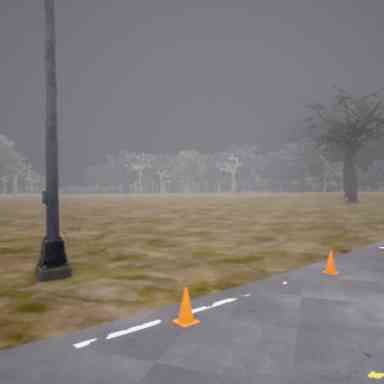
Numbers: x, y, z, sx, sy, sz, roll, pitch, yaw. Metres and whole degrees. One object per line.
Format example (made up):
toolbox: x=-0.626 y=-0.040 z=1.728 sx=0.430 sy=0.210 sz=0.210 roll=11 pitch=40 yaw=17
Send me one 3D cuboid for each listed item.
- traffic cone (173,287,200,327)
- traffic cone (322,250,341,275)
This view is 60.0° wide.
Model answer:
traffic cone: x=-0.093 y=1.894 z=5.594 sx=0.340 sy=0.580 sz=0.340 roll=-1 pitch=1 yaw=-38
traffic cone: x=3.645 y=1.817 z=8.698 sx=0.340 sy=0.580 sz=0.340 roll=-1 pitch=1 yaw=-41
